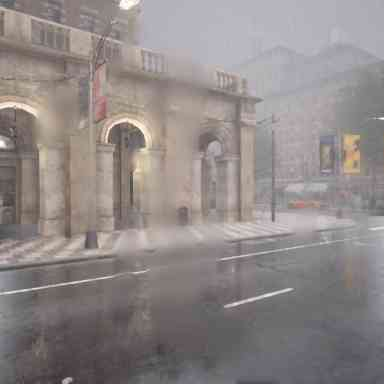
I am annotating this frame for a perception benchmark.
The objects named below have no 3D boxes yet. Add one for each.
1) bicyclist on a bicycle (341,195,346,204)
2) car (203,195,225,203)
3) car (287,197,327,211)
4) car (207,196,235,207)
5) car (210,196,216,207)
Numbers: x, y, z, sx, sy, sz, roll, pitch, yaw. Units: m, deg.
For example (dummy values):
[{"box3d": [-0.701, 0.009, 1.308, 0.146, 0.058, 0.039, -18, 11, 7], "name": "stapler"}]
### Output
[{"box3d": [26.016, 1.300, 56.959, 1.656, 1.620, 0.582, 0, 0, -36], "name": "bicyclist on a bicycle"}, {"box3d": [4.709, 1.518, 72.949, 2.128, 1.511, 4.902, 0, 0, -36], "name": "car"}, {"box3d": [13.950, 1.352, 40.403, 2.097, 1.767, 4.553, 0, 0, -36], "name": "car"}, {"box3d": [4.593, 1.504, 53.334, 1.837, 1.490, 4.892, 0, 0, -36], "name": "car"}, {"box3d": [1.428, 1.595, 46.360, 1.895, 1.301, 4.718, 0, 0, -36], "name": "car"}]
